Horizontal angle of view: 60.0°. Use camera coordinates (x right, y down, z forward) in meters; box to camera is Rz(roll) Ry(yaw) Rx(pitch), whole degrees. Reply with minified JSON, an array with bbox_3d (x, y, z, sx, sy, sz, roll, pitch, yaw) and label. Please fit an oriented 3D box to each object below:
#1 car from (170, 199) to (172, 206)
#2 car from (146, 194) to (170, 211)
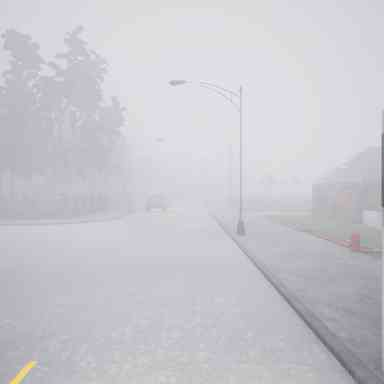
[{"bbox_3d":[-4.244,1.488,52.227,2.128,1.511,4.902,0,0,0],"label":"car"},{"bbox_3d":[-4.248,1.221,40.369,2.150,2.045,5.566,0,0,0],"label":"car"}]
